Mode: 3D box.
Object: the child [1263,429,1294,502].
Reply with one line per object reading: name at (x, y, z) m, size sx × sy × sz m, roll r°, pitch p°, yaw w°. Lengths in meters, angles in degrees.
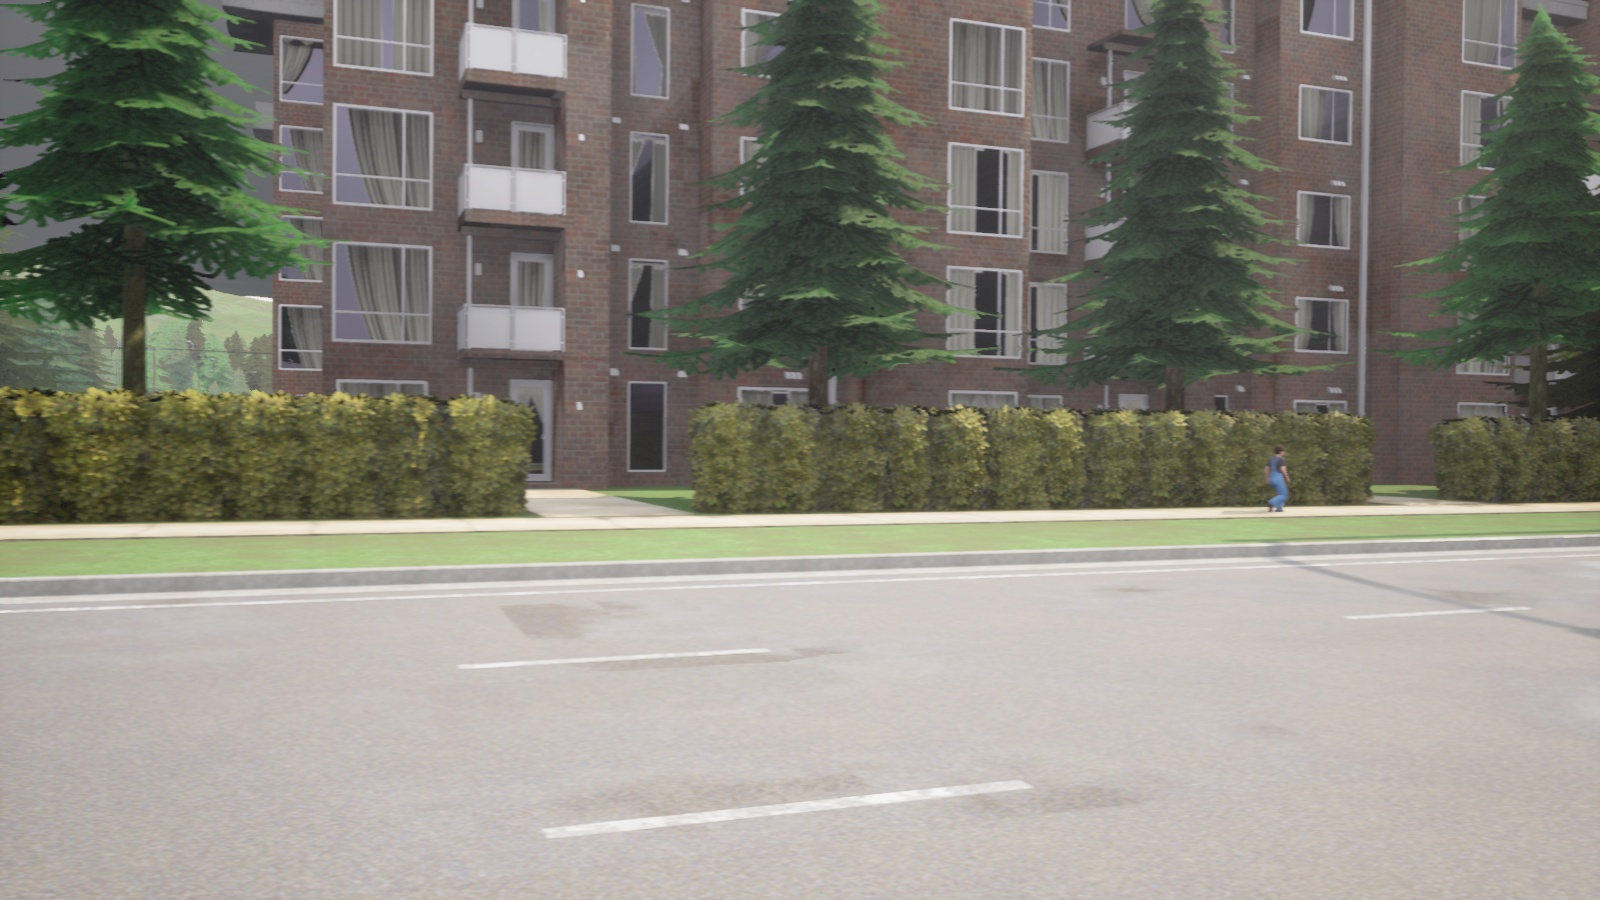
child at (8.360, 0.260, 21.942) m, size 0.437 × 1.263 × 0.270 m, roll -1°, pitch 1°, yaw -21°
